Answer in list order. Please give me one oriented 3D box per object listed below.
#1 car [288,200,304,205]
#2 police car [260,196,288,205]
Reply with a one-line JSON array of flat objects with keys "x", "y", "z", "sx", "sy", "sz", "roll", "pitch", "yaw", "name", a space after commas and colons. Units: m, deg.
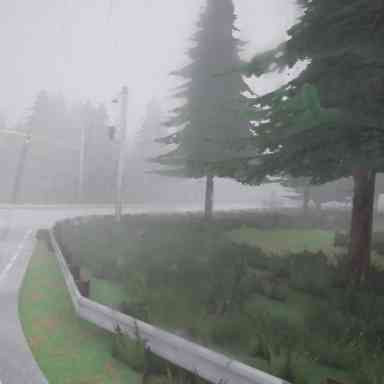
[{"x": 18.870, "y": 1.719, "z": 59.190, "sx": 2.033, "sy": 1.411, "sz": 5.357, "roll": 5, "pitch": 2, "yaw": 40, "name": "car"}, {"x": 12.377, "y": 1.427, "z": 51.461, "sx": 1.930, "sy": 1.638, "sz": 5.238, "roll": 5, "pitch": 2, "yaw": 40, "name": "police car"}]
